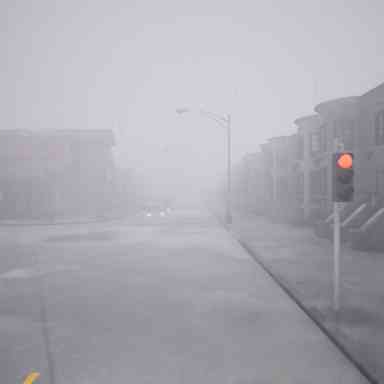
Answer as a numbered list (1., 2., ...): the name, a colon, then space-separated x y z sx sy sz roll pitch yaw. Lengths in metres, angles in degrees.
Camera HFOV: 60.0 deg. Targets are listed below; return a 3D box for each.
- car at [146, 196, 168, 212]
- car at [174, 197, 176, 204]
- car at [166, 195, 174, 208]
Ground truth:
1. car: -4.159 1.526 39.455 1.812 1.442 4.674 0 0 -1
2. car: -4.135 1.354 60.419 2.097 1.767 4.553 0 0 0
3. car: -4.161 1.505 49.668 1.837 1.490 4.892 0 0 0
